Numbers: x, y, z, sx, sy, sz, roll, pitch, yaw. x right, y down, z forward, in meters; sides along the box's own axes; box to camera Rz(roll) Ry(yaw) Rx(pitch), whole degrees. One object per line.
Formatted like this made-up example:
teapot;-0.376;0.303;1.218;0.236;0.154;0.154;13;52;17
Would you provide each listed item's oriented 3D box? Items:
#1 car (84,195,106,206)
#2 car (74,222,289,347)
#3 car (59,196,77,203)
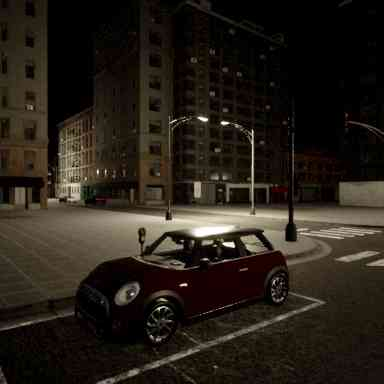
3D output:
car;-14.433;1.232;49.355;2.128;1.511;4.902;0;0;-38
car;-0.043;1.440;6.273;4.097;1.590;1.967;0;0;-38
car;-22.162;1.273;59.253;1.895;1.301;4.718;0;0;-39
